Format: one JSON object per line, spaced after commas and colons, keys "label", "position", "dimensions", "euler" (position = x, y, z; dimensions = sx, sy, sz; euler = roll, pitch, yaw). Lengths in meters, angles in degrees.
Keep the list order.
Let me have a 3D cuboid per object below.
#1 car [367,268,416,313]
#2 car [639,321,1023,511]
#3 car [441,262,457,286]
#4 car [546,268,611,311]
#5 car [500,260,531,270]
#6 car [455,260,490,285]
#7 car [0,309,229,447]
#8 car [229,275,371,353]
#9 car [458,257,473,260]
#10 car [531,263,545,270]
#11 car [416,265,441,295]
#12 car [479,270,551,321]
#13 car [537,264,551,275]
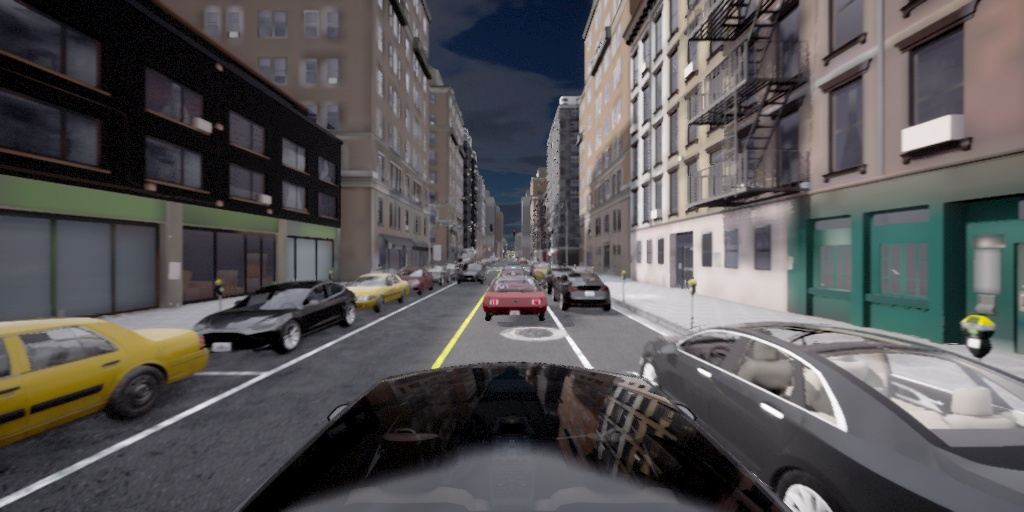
{"label": "car", "position": [-5.386, 1.274, 14.085], "dimensions": [1.751, 1.417, 4.829], "euler": [0, 0, 0]}
{"label": "car", "position": [2.638, 1.301, 3.420], "dimensions": [2.007, 1.370, 4.403], "euler": [0, 0, 0]}
{"label": "car", "position": [-5.386, 1.296, 25.081], "dimensions": [2.007, 1.370, 4.403], "euler": [0, 0, 0]}
{"label": "car", "position": [2.639, 1.315, 14.245], "dimensions": [1.948, 1.339, 4.313], "euler": [0, 0, 0]}
{"label": "car", "position": [0.096, 1.292, 27.311], "dimensions": [2.033, 1.411, 5.357], "euler": [0, 0, 0]}
{"label": "car", "position": [-2.845, 1.250, 26.210], "dimensions": [1.837, 1.490, 4.892], "euler": [0, 0, 0]}
{"label": "car", "position": [-5.387, 1.275, 3.259], "dimensions": [1.751, 1.417, 4.829], "euler": [0, 0, 0]}
{"label": "car", "position": [-5.386, 1.315, 8.842], "dimensions": [1.948, 1.339, 4.313], "euler": [0, 0, 0]}
{"label": "car", "position": [-5.385, 1.050, 41.319], "dimensions": [2.192, 1.841, 5.009], "euler": [0, 0, 0]}
{"label": "car", "position": [2.640, 1.268, 30.654], "dimensions": [1.751, 1.417, 4.829], "euler": [0, 0, 0]}
{"label": "car", "position": [-5.386, 1.330, 19.668], "dimensions": [1.802, 1.307, 4.207], "euler": [0, 0, 0]}
{"label": "car", "position": [0.094, 1.350, 12.497], "dimensions": [1.895, 1.301, 4.718], "euler": [0, 0, 0]}
{"label": "car", "position": [2.639, 1.314, 19.658], "dimensions": [1.948, 1.339, 4.313], "euler": [0, 0, 0]}
